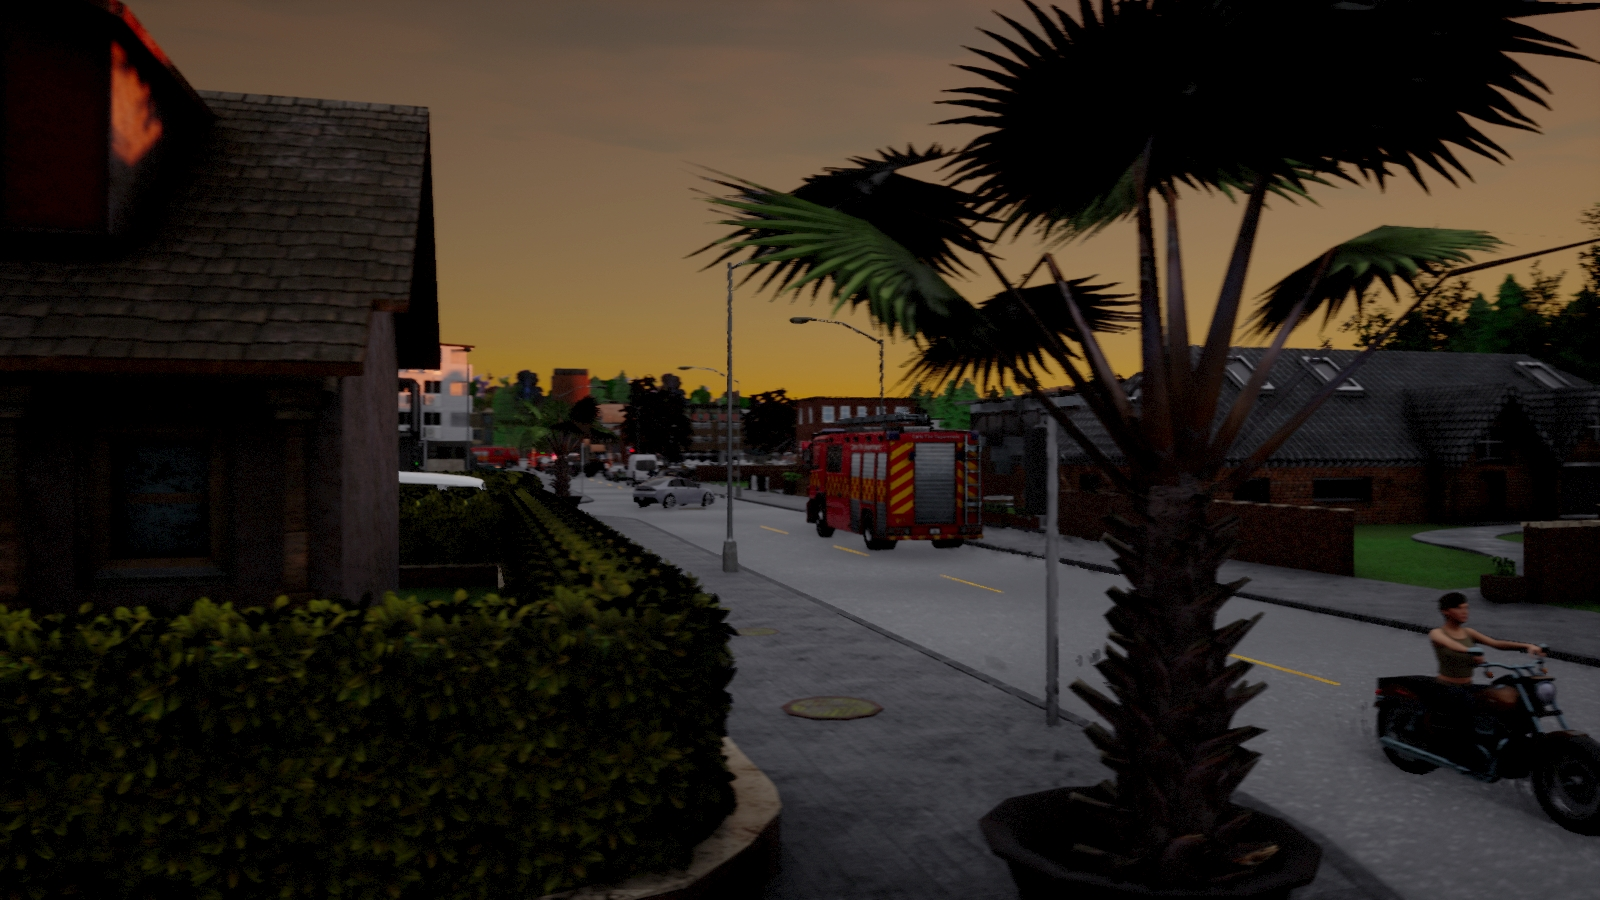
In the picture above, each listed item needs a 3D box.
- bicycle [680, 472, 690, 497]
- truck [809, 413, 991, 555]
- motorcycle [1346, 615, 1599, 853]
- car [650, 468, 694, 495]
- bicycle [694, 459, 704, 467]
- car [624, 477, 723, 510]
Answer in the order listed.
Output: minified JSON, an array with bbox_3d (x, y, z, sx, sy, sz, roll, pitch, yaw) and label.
[{"bbox_3d":[-7.158,2.132,71.004,0.329,1.471,1.835,0,0,-16],"label":"bicycle"},{"bbox_3d":[2.809,0.924,35.433,2.891,3.827,8.468,0,0,-15],"label":"truck"},{"bbox_3d":[5.557,2.162,9.212,0.764,1.307,2.356,0,0,-14],"label":"motorcycle"},{"bbox_3d":[-8.575,2.045,76.043,2.242,1.667,4.611,0,0,-15],"label":"car"},{"bbox_3d":[-17.495,2.255,197.319,1.643,1.496,0.373,0,0,-15],"label":"bicycle"},{"bbox_3d":[-6.251,2.118,57.024,2.231,1.480,4.892,0,0,35],"label":"car"}]
